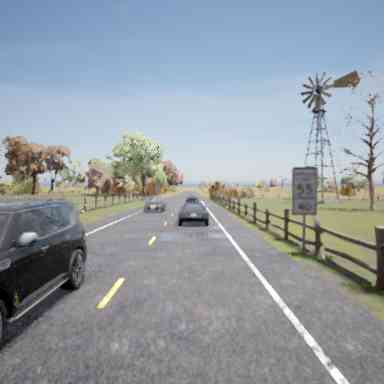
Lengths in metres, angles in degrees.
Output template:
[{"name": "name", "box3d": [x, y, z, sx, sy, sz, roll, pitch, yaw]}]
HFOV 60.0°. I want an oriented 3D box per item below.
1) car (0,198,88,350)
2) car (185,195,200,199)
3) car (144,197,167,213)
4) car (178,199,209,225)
[{"name": "car", "box3d": [-3.597, 1.172, 5.899, 2.150, 2.045, 5.566, 0, 0, 0]}, {"name": "car", "box3d": [0.060, 1.120, 46.499, 1.837, 1.490, 4.892, 0, 1, 1]}, {"name": "car", "box3d": [-3.578, 1.218, 33.033, 2.128, 1.511, 4.902, 0, 0, 0]}, {"name": "car", "box3d": [0.104, 1.377, 22.461, 1.994, 1.385, 4.181, 0, 0, 0]}]
